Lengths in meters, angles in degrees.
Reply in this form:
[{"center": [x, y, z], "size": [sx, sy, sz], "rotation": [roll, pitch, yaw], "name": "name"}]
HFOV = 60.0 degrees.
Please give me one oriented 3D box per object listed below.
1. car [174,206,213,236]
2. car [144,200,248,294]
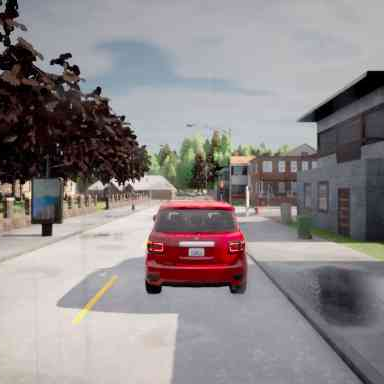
[{"center": [0.065, 1.564, 19.289], "size": [1.994, 1.385, 4.181], "rotation": [0, 0, 0], "name": "car"}, {"center": [0.079, 1.221, 8.921], "size": [2.150, 2.045, 5.566], "rotation": [0, 0, 0], "name": "car"}]
